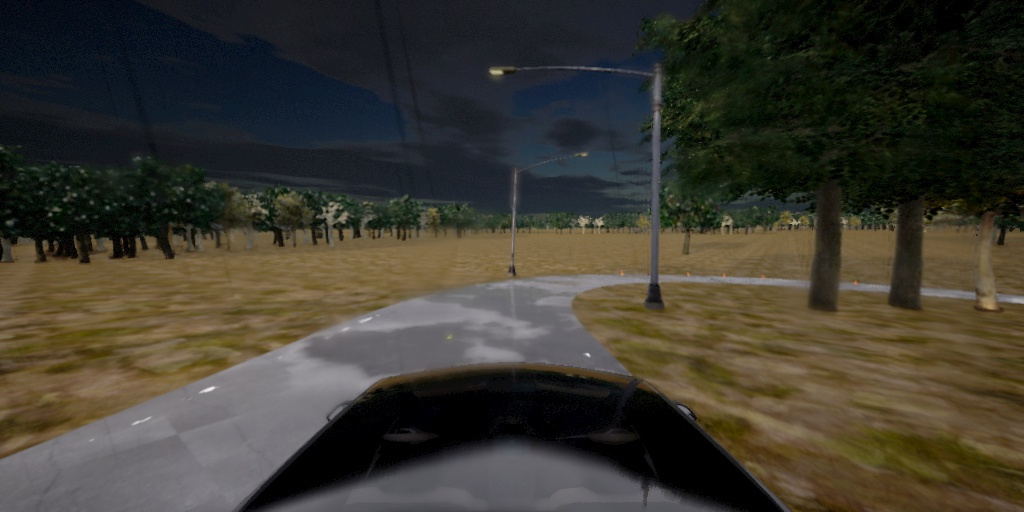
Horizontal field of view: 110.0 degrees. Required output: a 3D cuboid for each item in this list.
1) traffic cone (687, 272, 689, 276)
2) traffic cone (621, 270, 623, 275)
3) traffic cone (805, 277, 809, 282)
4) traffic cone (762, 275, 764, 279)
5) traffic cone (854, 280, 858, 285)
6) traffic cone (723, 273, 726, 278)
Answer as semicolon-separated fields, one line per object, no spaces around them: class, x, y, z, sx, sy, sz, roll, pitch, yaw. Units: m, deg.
traffic cone;22.219;2.248;45.292;0.340;0.580;0.340;0;0;-17
traffic cone;12.484;1.872;40.697;0.340;0.580;0.340;0;0;-33
traffic cone;38.222;2.999;46.543;0.340;0.580;0.340;0;0;8
traffic cone;32.849;2.723;46.906;0.340;0.580;0.340;0;0;0
traffic cone;43.484;3.298;45.404;0.340;0.580;0.340;0;0;17
traffic cone;27.477;2.474;46.486;0.340;0.580;0.340;0;0;-8
